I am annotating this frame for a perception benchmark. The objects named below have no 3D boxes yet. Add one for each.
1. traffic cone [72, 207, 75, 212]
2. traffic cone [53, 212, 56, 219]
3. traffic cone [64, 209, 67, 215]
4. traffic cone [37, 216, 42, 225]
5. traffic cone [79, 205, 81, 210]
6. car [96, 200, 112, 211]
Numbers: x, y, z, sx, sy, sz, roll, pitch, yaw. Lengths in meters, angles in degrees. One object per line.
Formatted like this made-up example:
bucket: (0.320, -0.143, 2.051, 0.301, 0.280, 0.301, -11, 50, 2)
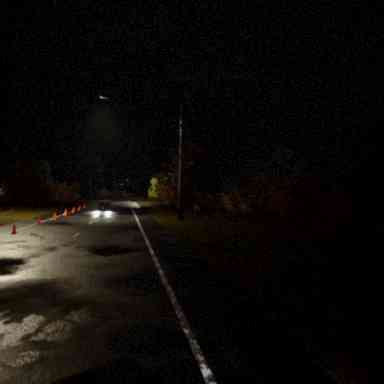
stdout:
traffic cone: (-13.122, 1.956, 36.832, 0.340, 0.580, 0.340, 1, 0, -11)
traffic cone: (-11.157, 1.919, 27.024, 0.340, 0.580, 0.340, 1, 0, -11)
traffic cone: (-12.140, 1.937, 31.928, 0.340, 0.580, 0.340, 1, 0, -11)
traffic cone: (-10.175, 1.902, 22.121, 0.340, 0.580, 0.340, 1, 0, -11)
traffic cone: (-14.103, 1.977, 41.735, 0.340, 0.580, 0.340, 1, 0, -11)
car: (-11.374, 1.687, 43.138, 1.895, 1.301, 4.718, 1, 0, -11)
